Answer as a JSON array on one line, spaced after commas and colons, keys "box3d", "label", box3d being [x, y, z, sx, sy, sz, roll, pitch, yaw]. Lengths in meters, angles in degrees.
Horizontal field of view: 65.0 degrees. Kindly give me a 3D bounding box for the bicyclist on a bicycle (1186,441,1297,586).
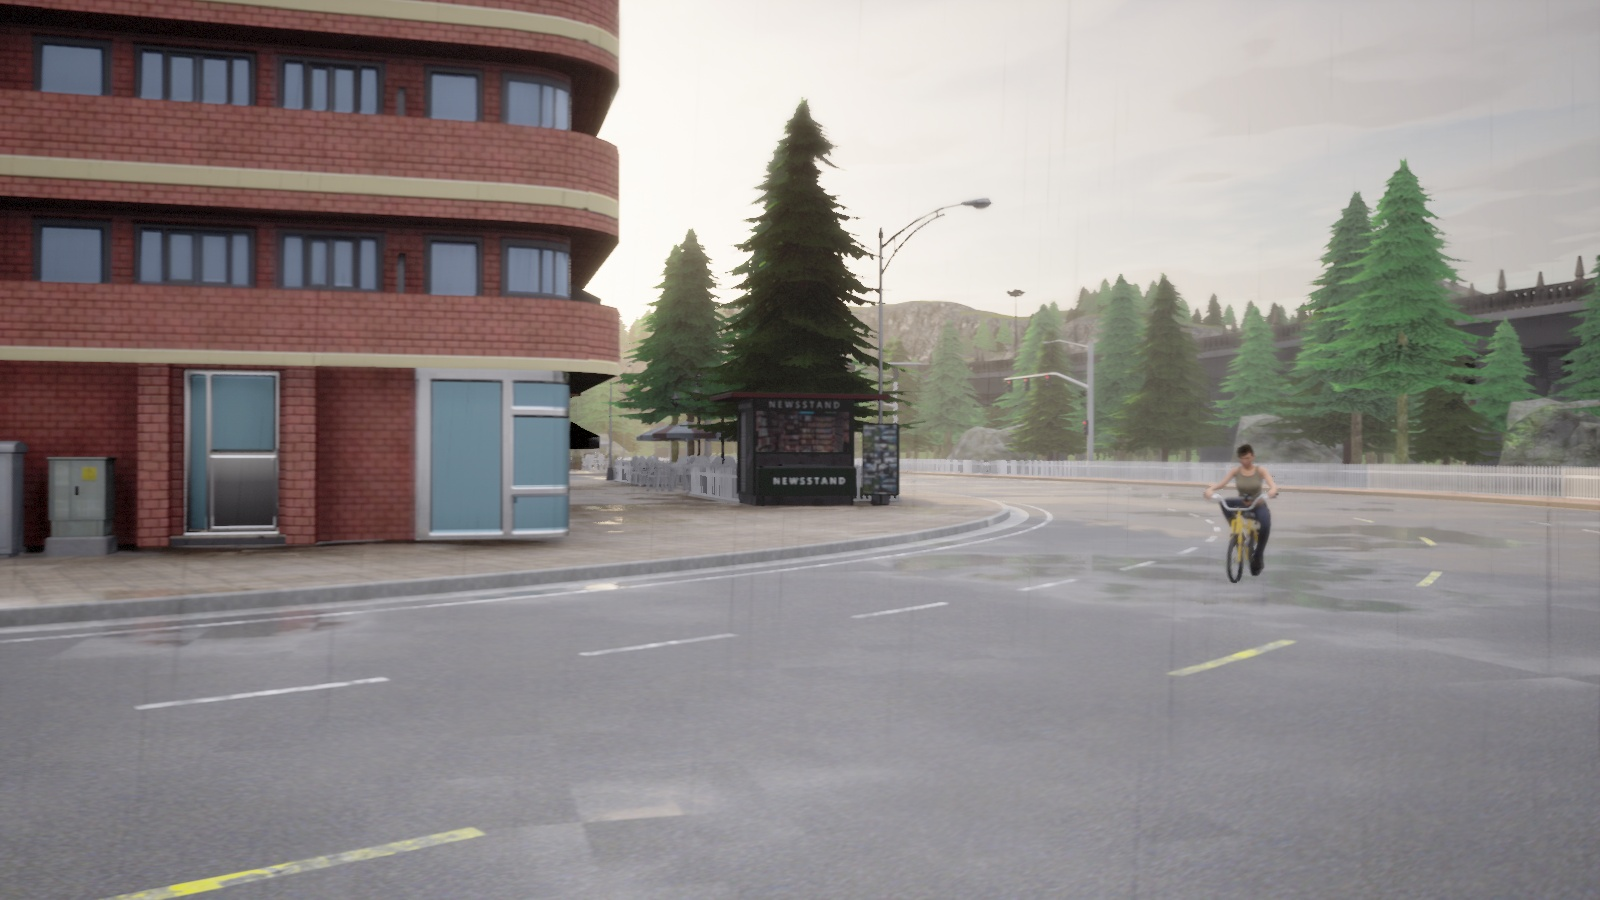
[{"box3d": [5.224, 0.714, 14.817, 0.866, 1.612, 1.509, -1, -1, 34], "label": "bicyclist on a bicycle"}]
